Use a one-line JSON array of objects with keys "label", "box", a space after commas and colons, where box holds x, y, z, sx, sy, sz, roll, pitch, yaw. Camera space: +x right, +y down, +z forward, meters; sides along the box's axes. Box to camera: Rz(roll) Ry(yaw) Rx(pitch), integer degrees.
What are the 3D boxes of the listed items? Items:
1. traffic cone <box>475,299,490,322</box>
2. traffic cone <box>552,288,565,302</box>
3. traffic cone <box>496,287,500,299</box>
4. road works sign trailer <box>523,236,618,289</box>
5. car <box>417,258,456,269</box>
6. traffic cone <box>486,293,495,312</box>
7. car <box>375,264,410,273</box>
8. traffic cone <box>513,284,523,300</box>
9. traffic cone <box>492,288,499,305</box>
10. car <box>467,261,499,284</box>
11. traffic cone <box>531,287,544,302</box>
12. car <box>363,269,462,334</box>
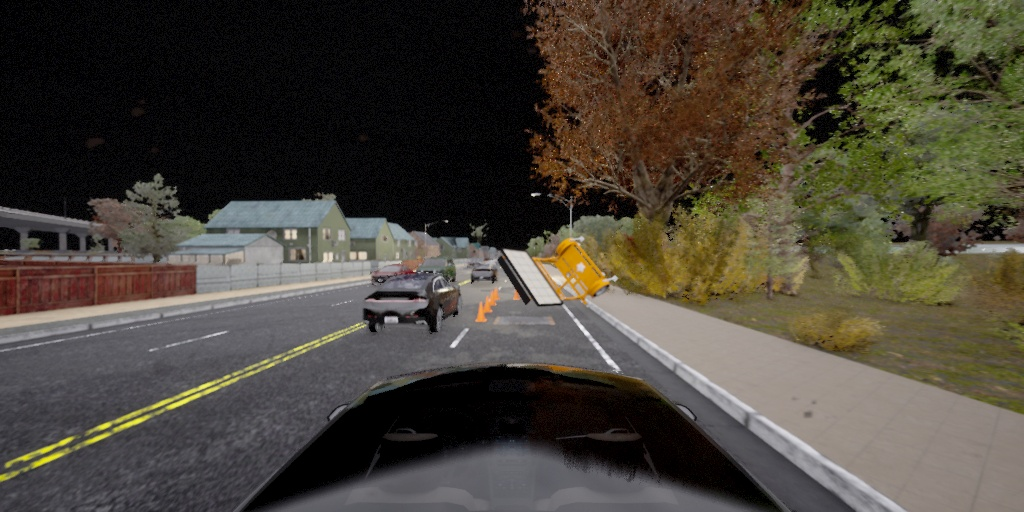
[{"label": "traffic cone", "box": [-0.977, 1.765, 11.387, 0.340, 0.580, 0.340, 0, 0, 2]}, {"label": "traffic cone", "box": [2.227, 1.789, 17.279, 0.340, 0.580, 0.340, 0, 0, 2]}, {"label": "traffic cone", "box": [-0.770, 1.798, 17.383, 0.340, 0.580, 0.340, 0, 0, 2]}, {"label": "road works sign trailer", "box": [2.378, -0.774, 13.733, 2.880, 3.560, 2.380, 0, 0, -43]}, {"label": "car", "box": [-5.655, 1.133, 27.245, 2.150, 2.045, 5.566, 0, 0, 2]}, {"label": "traffic cone", "box": [-0.908, 1.776, 13.386, 0.340, 0.580, 0.340, 0, 0, 2]}, {"label": "car", "box": [-8.912, 1.398, 27.053, 1.882, 1.535, 5.008, 0, 0, 2]}, {"label": "traffic cone", "box": [0.229, 1.795, 17.349, 0.340, 0.580, 0.340, 0, 0, 2]}, {"label": "traffic cone", "box": [-0.839, 1.787, 15.385, 0.340, 0.580, 0.340, 0, 0, 2]}, {"label": "car", "box": [-2.144, 1.401, 28.893, 2.128, 1.511, 4.902, 0, 0, 2]}, {"label": "traffic cone", "box": [1.228, 1.792, 17.315, 0.340, 0.580, 0.340, 0, 0, 2]}, {"label": "car", "box": [-2.767, 1.303, 10.897, 2.128, 1.511, 4.902, 0, 0, 2]}]
